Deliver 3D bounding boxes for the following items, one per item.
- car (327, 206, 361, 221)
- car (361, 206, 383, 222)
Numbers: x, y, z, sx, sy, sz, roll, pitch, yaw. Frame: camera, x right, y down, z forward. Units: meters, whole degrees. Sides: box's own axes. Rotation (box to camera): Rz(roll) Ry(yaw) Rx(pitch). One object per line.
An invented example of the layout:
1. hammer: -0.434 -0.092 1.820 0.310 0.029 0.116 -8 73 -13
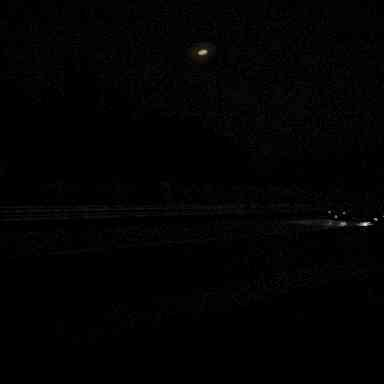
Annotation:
1. car: 15.083 2.009 31.931 4.718 1.301 1.895 1 -1 -35
2. car: 17.562 1.964 29.401 5.357 1.411 2.033 1 -1 -35
